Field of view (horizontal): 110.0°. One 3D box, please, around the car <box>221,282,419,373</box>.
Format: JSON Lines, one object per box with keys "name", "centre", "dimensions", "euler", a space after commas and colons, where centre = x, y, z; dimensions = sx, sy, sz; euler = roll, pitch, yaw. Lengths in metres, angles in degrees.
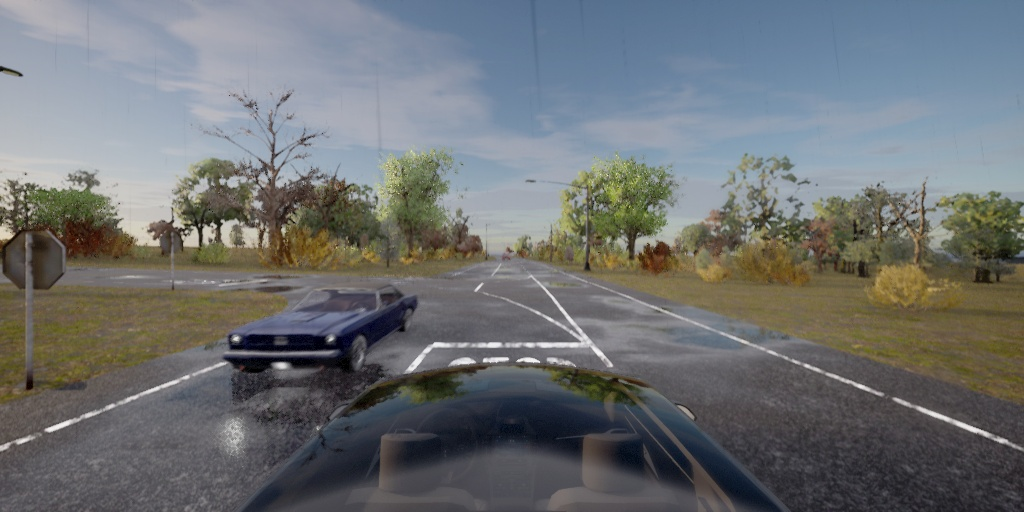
{"name": "car", "centre": [-3.495, 1.294, 7.632], "dimensions": [1.895, 1.301, 4.718], "euler": [0, 2, 0]}
